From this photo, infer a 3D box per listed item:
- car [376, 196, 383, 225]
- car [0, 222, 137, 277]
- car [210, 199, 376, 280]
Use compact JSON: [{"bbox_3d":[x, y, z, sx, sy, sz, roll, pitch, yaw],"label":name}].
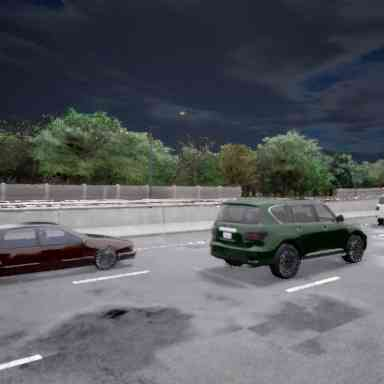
[{"bbox_3d":[14.810,1.246,22.902,5.566,2.045,2.150,0,0,-36],"label":"car"},{"bbox_3d":[-4.308,1.549,9.271,5.357,1.411,2.033,0,0,-35],"label":"car"},{"bbox_3d":[3.107,1.230,10.259,5.566,2.045,2.150,0,0,-35],"label":"car"}]
